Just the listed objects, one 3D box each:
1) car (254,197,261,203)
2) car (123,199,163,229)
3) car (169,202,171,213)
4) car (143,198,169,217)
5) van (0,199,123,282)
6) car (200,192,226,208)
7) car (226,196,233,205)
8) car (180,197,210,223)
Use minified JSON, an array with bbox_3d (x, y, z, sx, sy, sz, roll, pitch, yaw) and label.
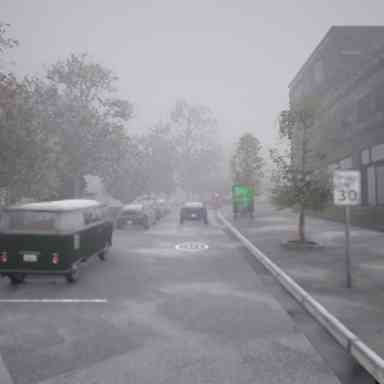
[{"bbox_3d":[10.366,1.577,63.215,2.231,1.521,4.892,-4,-3,42],"label":"car"},{"bbox_3d":[-3.408,1.427,21.058,2.231,1.521,4.892,0,0,2],"label":"car"},{"bbox_3d":[-3.168,1.365,32.469,2.097,1.535,5.008,0,0,2],"label":"car"},{"bbox_3d":[-3.408,1.268,26.766,2.185,1.767,4.553,-1,1,2],"label":"car"},{"bbox_3d":[-3.629,1.237,9.804,1.878,1.987,4.442,1,0,2],"label":"van"},{"bbox_3d":[2.476,1.007,42.541,2.150,2.045,5.566,-1,0,16],"label":"car"},{"bbox_3d":[6.837,1.489,58.766,2.097,1.535,5.008,-3,-3,36],"label":"car"},{"bbox_3d":[0.153,1.387,24.549,1.882,1.535,5.008,0,0,1],"label":"car"}]
